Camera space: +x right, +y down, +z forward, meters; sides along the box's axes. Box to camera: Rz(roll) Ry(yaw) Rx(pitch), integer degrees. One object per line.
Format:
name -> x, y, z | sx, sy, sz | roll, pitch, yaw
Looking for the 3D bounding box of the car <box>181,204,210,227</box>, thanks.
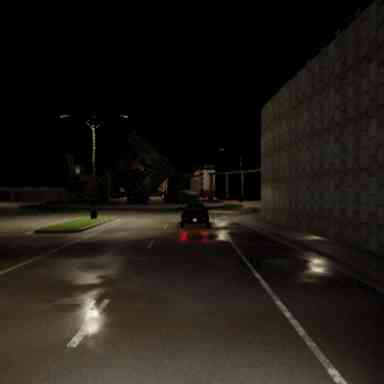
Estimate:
car -> 0.221, 1.516, 22.596 | 1.812, 1.442, 4.674 | 0, 0, 1
